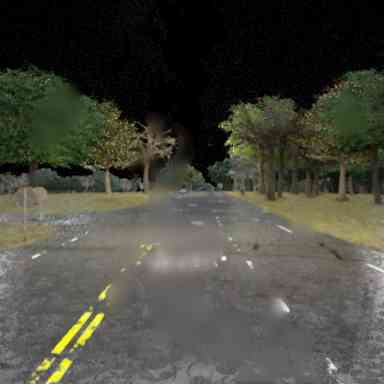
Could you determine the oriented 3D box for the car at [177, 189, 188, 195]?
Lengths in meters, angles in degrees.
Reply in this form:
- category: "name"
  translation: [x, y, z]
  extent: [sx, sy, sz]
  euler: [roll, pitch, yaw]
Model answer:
- category: "car"
  translation: [-1.917, -0.016, 69.590]
  extent: [1.994, 1.385, 4.181]
  euler: [0, 2, 2]
